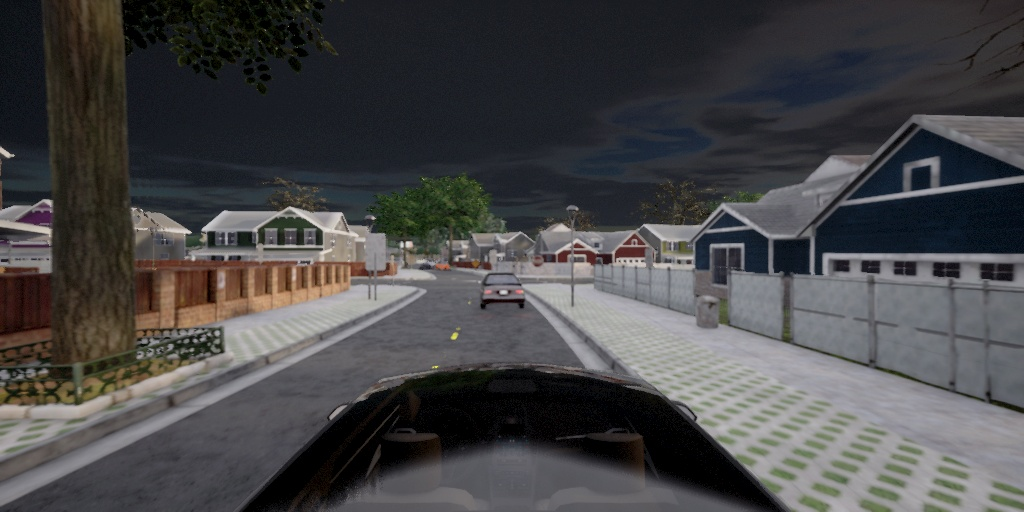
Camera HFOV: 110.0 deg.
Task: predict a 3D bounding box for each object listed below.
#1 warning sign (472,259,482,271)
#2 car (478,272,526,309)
[{"bbox_3d":[-5.530,1.392,54.386,1.300,1.860,1.060,0,0,-18],"label":"warning sign"},{"bbox_3d":[-0.505,1.437,15.949,2.033,1.411,5.357,0,-1,-5],"label":"car"}]
